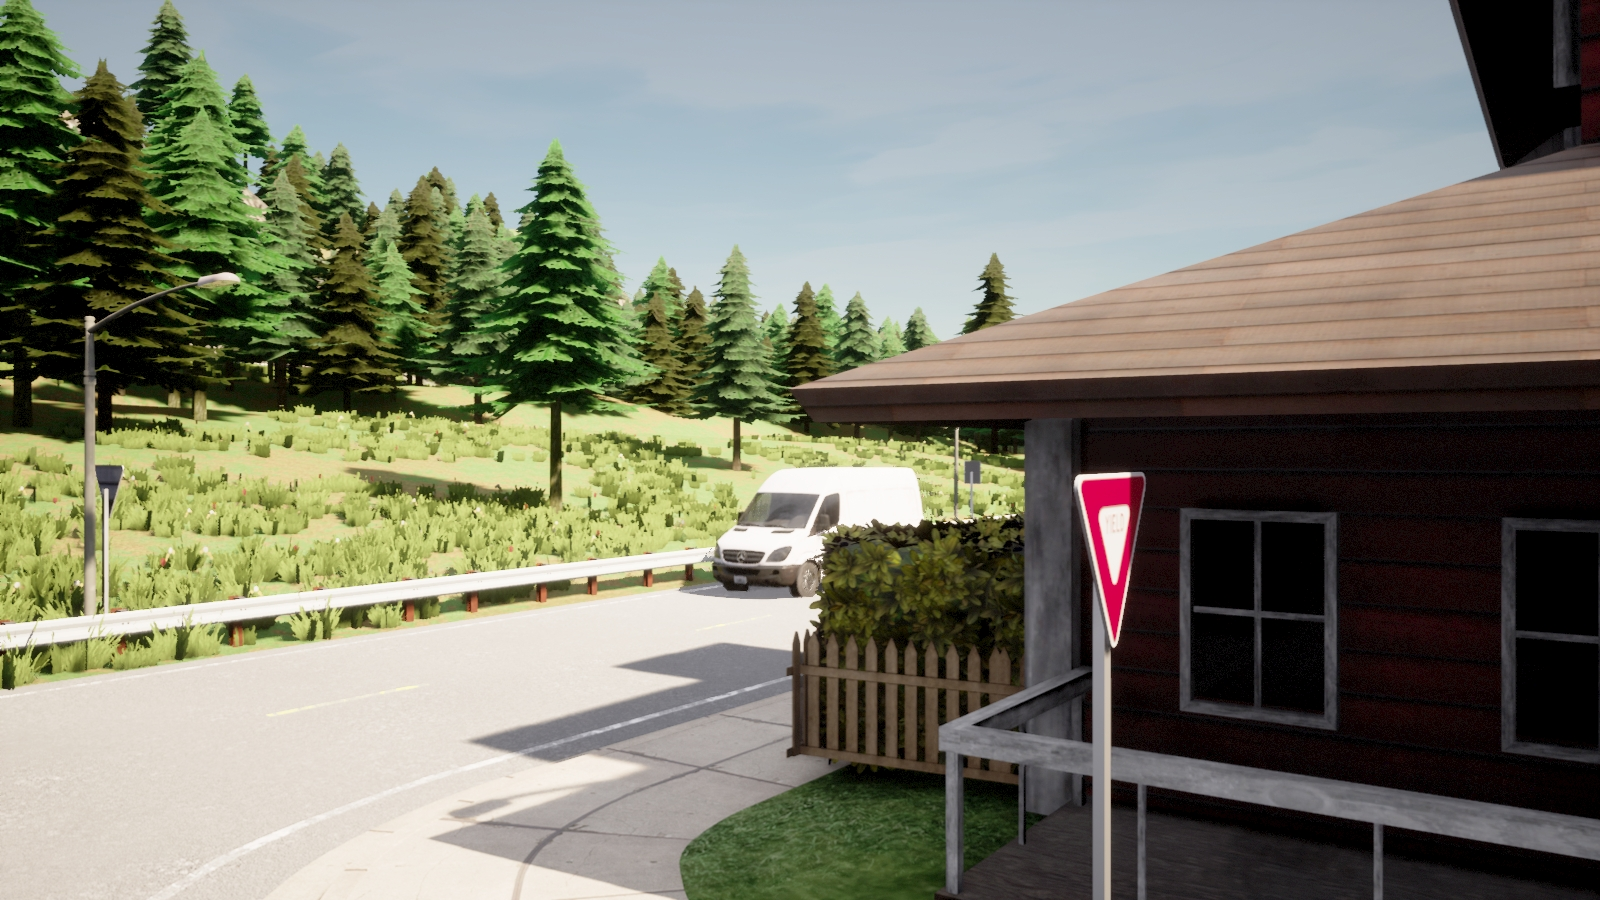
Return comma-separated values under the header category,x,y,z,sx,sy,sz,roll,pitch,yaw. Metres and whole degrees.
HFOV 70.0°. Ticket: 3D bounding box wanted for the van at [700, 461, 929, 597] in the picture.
category,x,y,z,sx,sy,sz,roll,pitch,yaw
van,0.503,1.538,24.855,1.988,2.561,5.915,0,0,35
